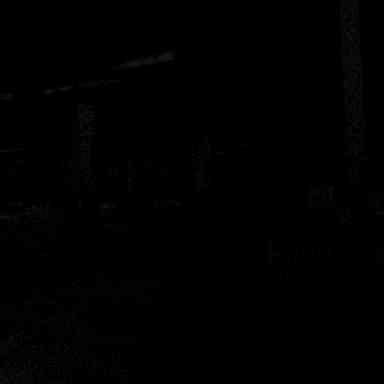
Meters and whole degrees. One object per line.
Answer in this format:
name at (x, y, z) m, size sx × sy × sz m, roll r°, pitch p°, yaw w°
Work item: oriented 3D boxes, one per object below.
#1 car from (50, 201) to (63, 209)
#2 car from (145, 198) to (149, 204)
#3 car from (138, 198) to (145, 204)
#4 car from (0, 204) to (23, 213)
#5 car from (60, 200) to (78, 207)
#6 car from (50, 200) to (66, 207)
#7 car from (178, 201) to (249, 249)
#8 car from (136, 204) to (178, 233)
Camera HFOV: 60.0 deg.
car at (-25.586, 2.578, 64.389) m, size 3.633 × 1.501 × 1.845 m, roll -2°, pitch 0°, yaw 28°
car at (-11.828, 2.034, 74.032) m, size 4.514 × 1.523 × 2.007 m, roll -2°, pitch 0°, yaw 28°
car at (-13.255, 2.082, 71.238) m, size 5.027 × 1.636 × 2.152 m, roll -2°, pitch 0°, yaw 28°
car at (-30.317, 2.746, 55.588) m, size 4.514 × 1.523 × 2.007 m, roll -2°, pitch 0°, yaw 28°
car at (-29.645, 2.824, 80.140) m, size 3.806 × 1.475 × 1.970 m, roll -2°, pitch 0°, yaw 28°
car at (-34.791, 3.032, 86.258) m, size 3.633 × 1.501 × 1.845 m, roll -2°, pitch 0°, yaw 28°
car at (1.287, 1.416, 15.377) m, size 1.905 × 1.878 × 3.866 m, roll -2°, pitch 0°, yaw 28°
car at (-1.662, 1.711, 21.866) m, size 2.242 × 1.667 × 4.611 m, roll -2°, pitch 0°, yaw 28°
